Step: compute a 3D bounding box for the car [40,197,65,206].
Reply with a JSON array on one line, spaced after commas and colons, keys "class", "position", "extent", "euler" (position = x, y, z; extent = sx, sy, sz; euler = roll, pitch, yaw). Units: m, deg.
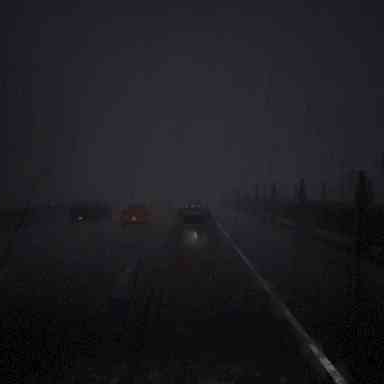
[{"class": "car", "position": [-17.586, 1.371, 42.626], "extent": [1.837, 1.490, 4.892], "euler": [0, -1, 0]}]

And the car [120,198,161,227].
[{"class": "car", "position": [-3.397, 1.395, 22.021], "extent": [1.882, 1.535, 5.008], "euler": [0, 0, 0]}]

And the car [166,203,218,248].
[{"class": "car", "position": [0.102, 1.437, 14.601], "extent": [2.128, 1.511, 4.902], "euler": [0, 0, 0]}]

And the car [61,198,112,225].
[{"class": "car", "position": [-6.897, 1.405, 23.030], "extent": [2.128, 1.511, 4.902], "euler": [0, 0, 0]}]

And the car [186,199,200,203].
[{"class": "car", "position": [0.105, 1.417, 34.867], "extent": [2.033, 1.411, 5.357], "euler": [0, 0, 0]}]

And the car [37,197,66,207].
[{"class": "car", "position": [-21.056, 1.565, 50.085], "extent": [2.128, 1.511, 4.902], "euler": [0, -2, 0]}]

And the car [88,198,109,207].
[{"class": "car", "position": [-14.063, 1.641, 50.208], "extent": [1.994, 1.385, 4.181], "euler": [0, -3, 0]}]

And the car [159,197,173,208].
[{"class": "car", "position": [-3.395, 1.349, 40.592], "extent": [2.128, 1.511, 4.902], "euler": [0, 0, 0]}]
